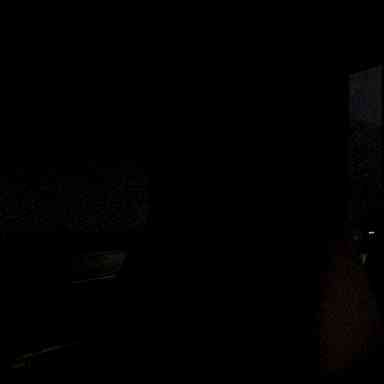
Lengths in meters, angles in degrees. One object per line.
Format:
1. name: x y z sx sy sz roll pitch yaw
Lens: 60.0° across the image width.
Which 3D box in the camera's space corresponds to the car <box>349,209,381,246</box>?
1. car: 8.216 1.501 14.155 4.902 1.511 2.128 0 0 -36
